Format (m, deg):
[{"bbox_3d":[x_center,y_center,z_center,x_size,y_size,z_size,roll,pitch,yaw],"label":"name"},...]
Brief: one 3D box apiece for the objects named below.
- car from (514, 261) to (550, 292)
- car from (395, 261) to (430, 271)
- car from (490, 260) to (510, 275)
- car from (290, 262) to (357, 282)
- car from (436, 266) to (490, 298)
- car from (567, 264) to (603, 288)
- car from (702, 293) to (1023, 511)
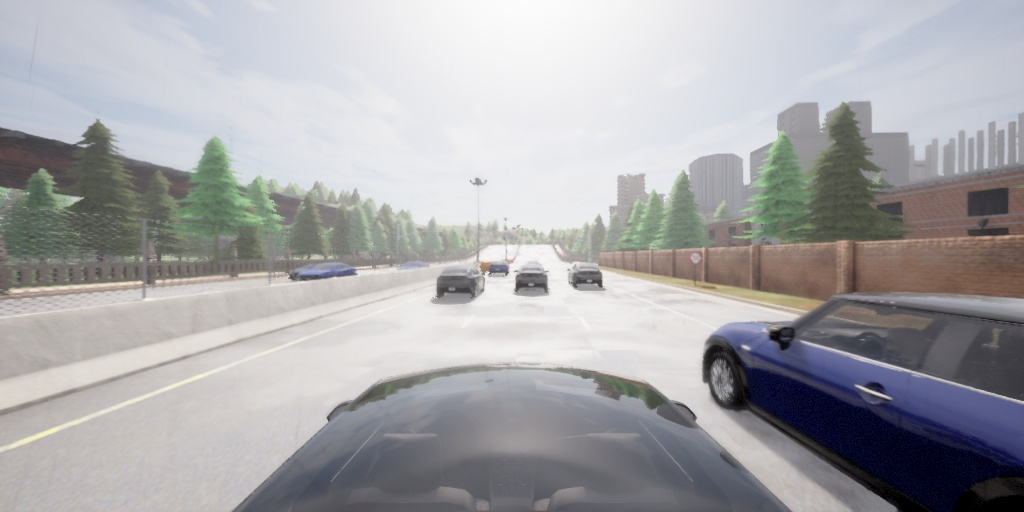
[{"bbox_3d":[1.175,1.251,21.336,1.837,1.490,4.892,0,0,3],"label":"car"},{"bbox_3d":[-8.852,1.204,32.230,1.882,1.535,5.008,0,0,4],"label":"car"},{"bbox_3d":[-1.273,1.214,38.142,1.882,1.535,5.008,0,0,4],"label":"car"},{"bbox_3d":[-12.806,1.200,25.159,1.882,1.535,5.008,0,0,4],"label":"car"},{"bbox_3d":[-2.513,1.244,18.349,1.837,1.490,4.892,0,0,4],"label":"car"},{"bbox_3d":[4.861,1.256,24.132,1.837,1.490,4.892,0,0,4],"label":"car"},{"bbox_3d":[3.738,1.107,3.245,2.097,1.767,4.553,0,0,1],"label":"car"}]
